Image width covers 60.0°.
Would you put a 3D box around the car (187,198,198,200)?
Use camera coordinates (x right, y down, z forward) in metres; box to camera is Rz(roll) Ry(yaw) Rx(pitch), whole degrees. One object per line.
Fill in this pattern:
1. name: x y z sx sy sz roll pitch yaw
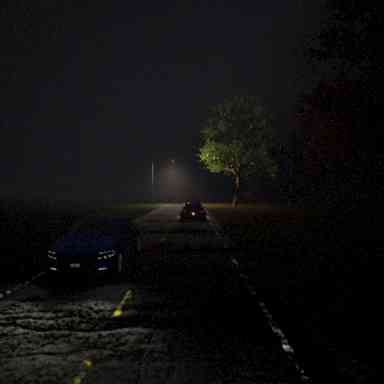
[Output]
1. car: 0.097 1.459 42.415 1.882 1.535 5.008 0 0 0

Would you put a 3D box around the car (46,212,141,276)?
1. car: -2.851 1.476 10.576 1.882 1.535 5.008 0 1 0

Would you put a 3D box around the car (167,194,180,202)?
1. car: -2.754 1.066 50.735 1.882 1.535 5.008 0 0 0

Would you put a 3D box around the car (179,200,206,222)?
1. car: 0.098 1.557 26.250 1.994 1.385 4.181 0 0 0
